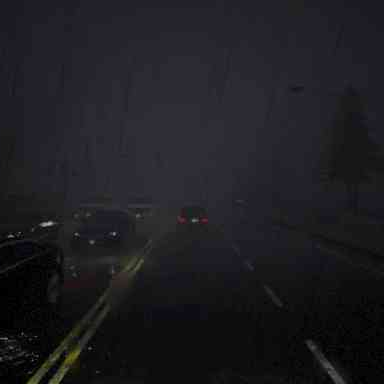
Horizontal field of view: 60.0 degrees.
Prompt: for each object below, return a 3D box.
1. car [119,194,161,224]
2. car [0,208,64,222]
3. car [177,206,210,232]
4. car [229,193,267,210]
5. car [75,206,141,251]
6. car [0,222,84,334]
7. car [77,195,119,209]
[{"bbox_3d":[-3.578,1.219,24.804,2.150,2.045,5.566,0,0,0],"label":"car"},{"bbox_3d":[-7.093,1.504,14.199,1.837,1.490,4.892,0,0,0],"label":"car"},{"bbox_3d":[0.091,1.546,19.893,2.033,1.411,5.357,0,0,0],"label":"car"},{"bbox_3d":[7.173,1.220,42.609,5.566,2.045,2.150,0,-2,-40],"label":"car"},{"bbox_3d":[-3.594,1.525,14.313,1.812,1.442,4.674,0,0,0],"label":"car"},{"bbox_3d":[-3.593,1.491,5.138,2.128,1.511,4.902,0,0,0],"label":"car"},{"bbox_3d":[-7.067,1.222,25.592,2.150,2.045,5.566,0,0,1],"label":"car"}]
